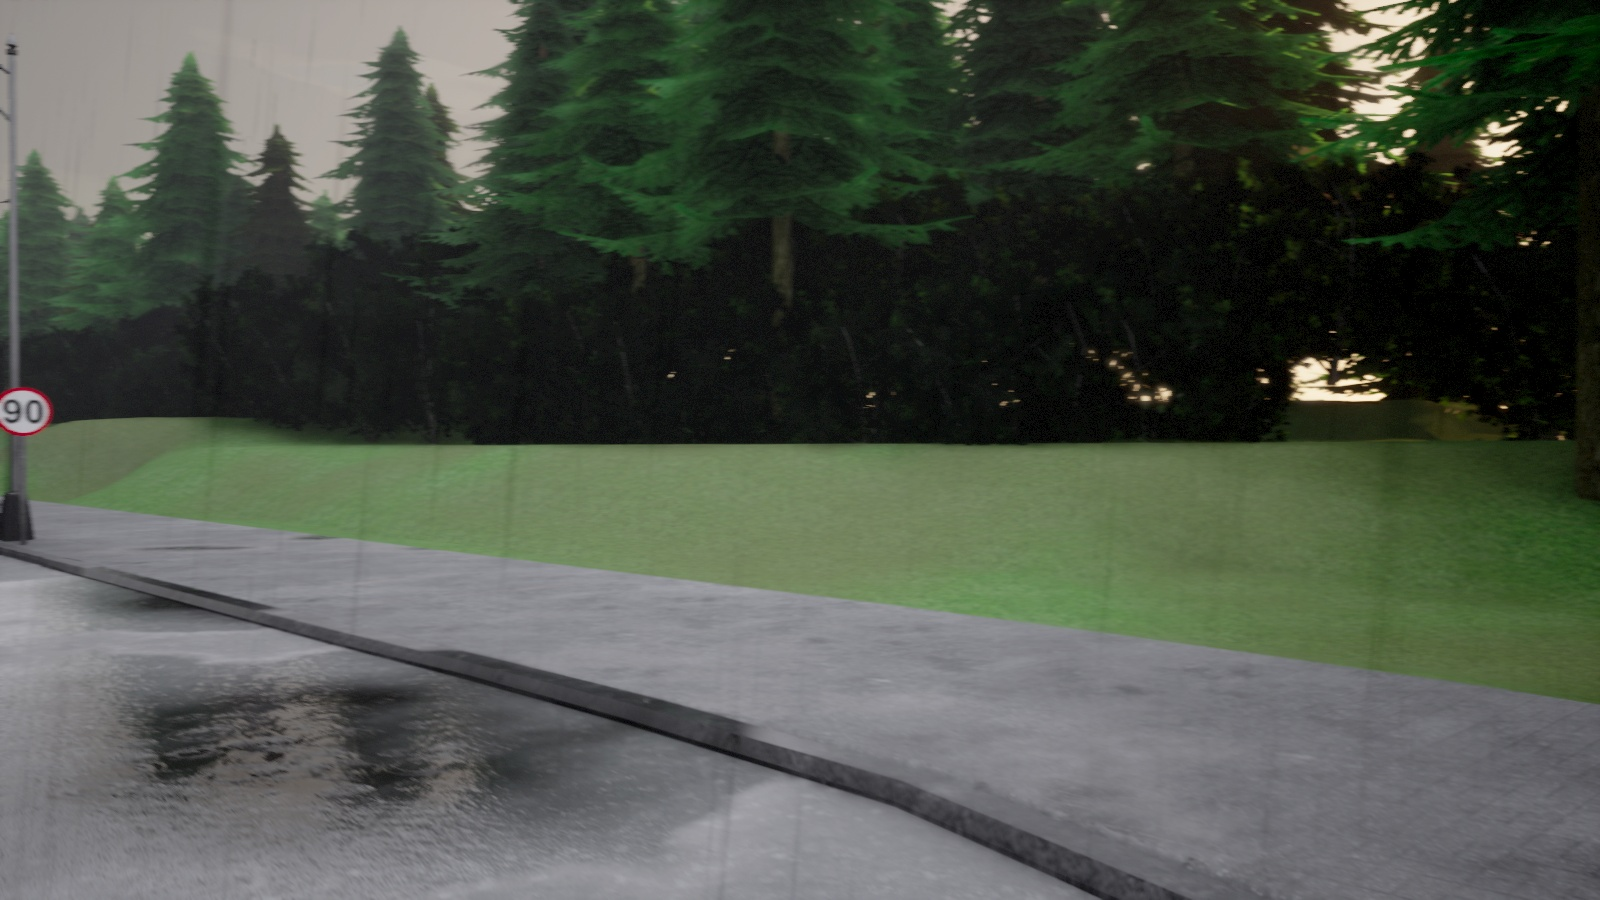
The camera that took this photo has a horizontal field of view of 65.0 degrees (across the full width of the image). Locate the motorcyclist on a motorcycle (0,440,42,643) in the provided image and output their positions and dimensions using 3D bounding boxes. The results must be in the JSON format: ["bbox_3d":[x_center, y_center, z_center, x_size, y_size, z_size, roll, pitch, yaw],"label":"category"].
[{"bbox_3d":[-6.794,0.687,10.072,0.797,1.523,2.044,0,0,-44],"label":"motorcyclist on a motorcycle"}]
